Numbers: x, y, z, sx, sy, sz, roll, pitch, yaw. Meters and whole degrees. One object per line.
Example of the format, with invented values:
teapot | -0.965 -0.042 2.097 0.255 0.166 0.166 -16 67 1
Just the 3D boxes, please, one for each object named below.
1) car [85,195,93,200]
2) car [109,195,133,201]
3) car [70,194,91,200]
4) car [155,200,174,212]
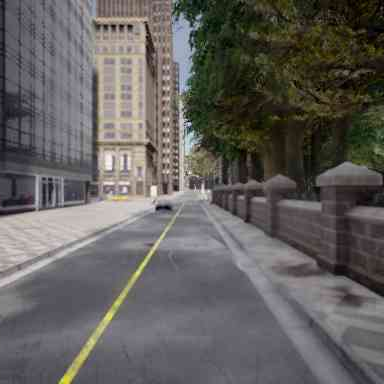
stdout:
car | -24.206 1.298 72.683 4.718 1.301 1.895 1 0 0
car | -14.940 1.331 69.875 4.829 1.417 1.752 1 0 0
car | -26.309 1.235 78.467 4.313 1.339 1.947 1 -1 0
car | -3.100 1.576 37.673 1.895 1.301 4.718 0 0 0
